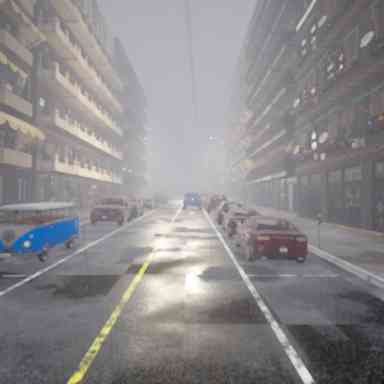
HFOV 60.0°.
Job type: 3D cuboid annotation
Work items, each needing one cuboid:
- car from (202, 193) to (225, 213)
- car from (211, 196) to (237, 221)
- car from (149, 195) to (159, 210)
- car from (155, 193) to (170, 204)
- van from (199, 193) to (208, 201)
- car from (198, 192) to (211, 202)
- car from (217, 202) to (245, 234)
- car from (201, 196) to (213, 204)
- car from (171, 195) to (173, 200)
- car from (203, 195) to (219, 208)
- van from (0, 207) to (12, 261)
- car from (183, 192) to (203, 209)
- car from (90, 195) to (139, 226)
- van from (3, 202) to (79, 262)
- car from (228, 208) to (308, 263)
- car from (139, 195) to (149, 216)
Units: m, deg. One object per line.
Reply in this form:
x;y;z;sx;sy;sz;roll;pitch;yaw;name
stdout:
2.512;1.140;33.678;2.192;1.841;5.009;1;0;0;car
2.565;1.317;22.618;1.967;1.590;4.097;1;0;0;car
-5.348;1.370;39.260;1.947;1.339;4.313;1;0;0;car
-5.365;1.061;55.849;2.192;1.841;5.009;1;0;0;car
2.458;1.046;72.399;1.690;1.788;3.998;1;0;0;van
2.466;1.031;66.867;2.192;1.841;5.009;1;0;0;car
2.563;1.448;17.086;1.887;1.381;4.507;1;0;0;car
2.476;1.326;55.805;1.802;1.307;4.206;1;0;0;car
-5.401;1.279;77.975;1.802;1.307;4.206;1;0;0;car
2.494;1.221;44.742;1.967;1.590;4.097;1;0;0;car
-5.298;1.305;6.074;1.690;1.788;3.998;1;0;0;van
0.047;1.017;41.558;2.150;2.045;5.566;0;0;0;car
-5.320;1.194;22.667;2.192;1.841;5.009;1;0;0;car
-5.306;1.275;11.606;1.690;1.788;3.998;1;0;0;van
2.570;1.477;11.556;1.887;1.381;4.507;1;0;0;car
-5.327;1.167;28.197;2.192;1.841;5.009;1;0;0;car
